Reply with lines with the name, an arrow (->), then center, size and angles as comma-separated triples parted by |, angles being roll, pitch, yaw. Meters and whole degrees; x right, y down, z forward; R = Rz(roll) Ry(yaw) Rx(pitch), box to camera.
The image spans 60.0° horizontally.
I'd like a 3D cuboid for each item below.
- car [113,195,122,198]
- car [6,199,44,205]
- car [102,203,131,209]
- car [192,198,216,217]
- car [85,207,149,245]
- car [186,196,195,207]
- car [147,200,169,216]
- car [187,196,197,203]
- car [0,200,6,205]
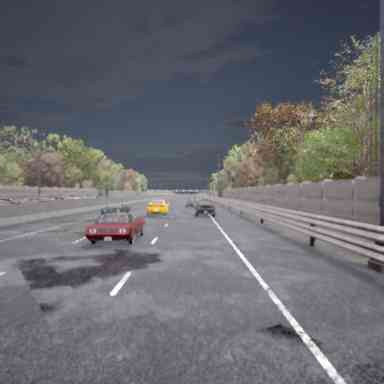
car -> -17.493, 1.452, 78.251 | 1.812, 1.442, 4.674 | 0, 0, 0
car -> -17.585, 1.544, 36.290 | 2.128, 1.511, 4.902 | 0, 0, 0
car -> -6.896, 1.639, 30.734 | 1.895, 1.301, 4.718 | 0, 0, 0
car -> 1.228, 1.546, 31.923 | 1.837, 1.490, 4.892 | 0, 0, 0
car -> -3.399, 1.614, 15.694 | 1.895, 1.301, 4.718 | 0, 0, 0
car -> 0.005, 1.634, 51.436 | 2.033, 1.411, 5.357 | 0, 0, 0
car -> -3.397, 1.523, 33.795 | 1.882, 1.535, 5.008 | 0, 0, 0
car -> 0.007, 1.585, 71.187 | 1.994, 1.385, 4.181 | 0, 0, 0
car -> -21.083, 1.616, 37.156 | 1.994, 1.385, 4.181 | 0, 0, 0
